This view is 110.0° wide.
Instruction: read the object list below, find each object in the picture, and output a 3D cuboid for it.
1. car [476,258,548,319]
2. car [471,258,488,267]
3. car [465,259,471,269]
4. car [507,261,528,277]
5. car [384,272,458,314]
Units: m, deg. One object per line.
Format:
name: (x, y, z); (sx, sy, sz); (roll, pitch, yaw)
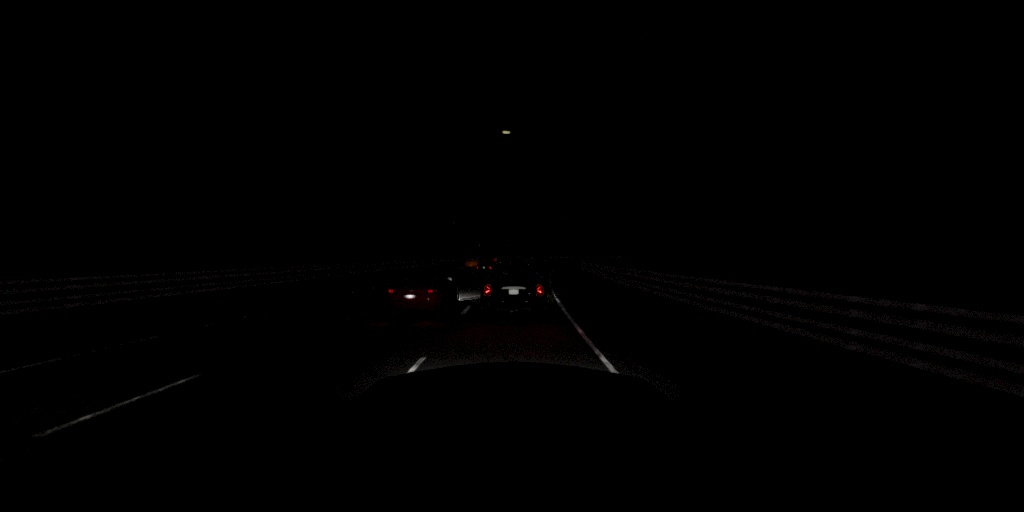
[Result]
car: (0.076, 1.094, 12.897); (2.097, 1.767, 4.553); (0, 0, 1)
car: (-2.775, 1.222, 39.077); (2.033, 1.411, 5.357); (0, 0, 2)
car: (-5.792, 1.103, 53.150); (1.882, 1.535, 5.008); (0, 0, 2)
car: (0.588, 1.255, 35.695); (1.994, 1.385, 4.181); (0, 0, 2)
car: (-3.324, 1.303, 13.787); (1.994, 1.385, 4.181); (0, 0, 1)
